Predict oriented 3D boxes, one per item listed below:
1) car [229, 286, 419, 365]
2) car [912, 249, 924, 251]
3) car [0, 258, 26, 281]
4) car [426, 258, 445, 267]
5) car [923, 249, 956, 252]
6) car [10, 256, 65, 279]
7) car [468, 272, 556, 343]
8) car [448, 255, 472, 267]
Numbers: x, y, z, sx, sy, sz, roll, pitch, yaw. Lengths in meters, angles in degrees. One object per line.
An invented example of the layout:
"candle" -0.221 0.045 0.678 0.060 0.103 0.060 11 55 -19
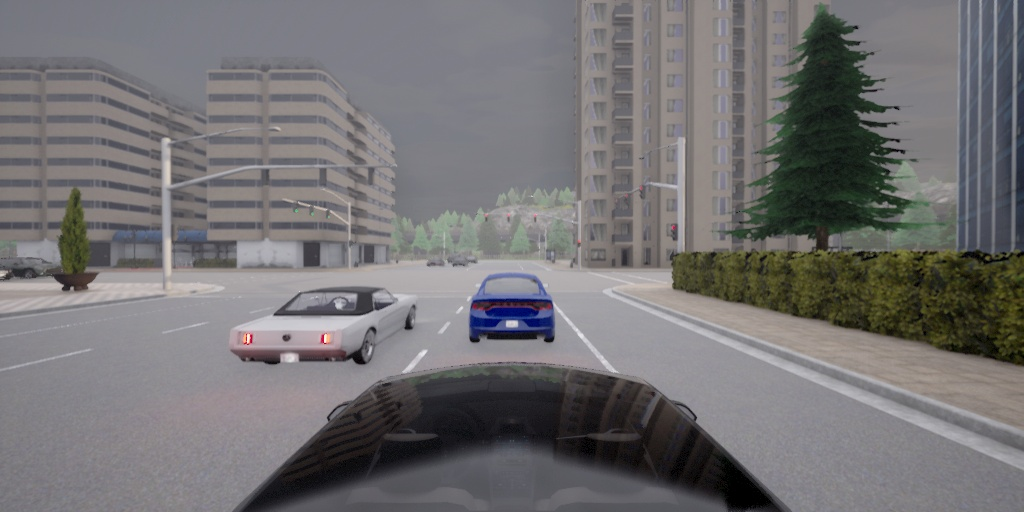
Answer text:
"car" -3.497 1.303 7.871 1.895 1.301 4.718 0 0 0
"car" 40.796 0.319 35.355 5.566 2.045 2.150 0 0 0
"car" -37.722 1.064 24.844 4.902 1.511 2.128 0 0 0
"car" -11.024 0.918 51.914 1.994 1.385 4.181 0 0 0
"car" 40.793 0.449 31.856 5.566 2.045 2.150 0 0 0
"car" -38.214 0.897 28.346 4.553 1.767 2.097 0 0 0
"car" -0.005 1.166 9.535 1.882 1.535 5.008 0 0 0
"car" -7.525 0.898 52.319 2.033 1.411 5.357 0 1 0
